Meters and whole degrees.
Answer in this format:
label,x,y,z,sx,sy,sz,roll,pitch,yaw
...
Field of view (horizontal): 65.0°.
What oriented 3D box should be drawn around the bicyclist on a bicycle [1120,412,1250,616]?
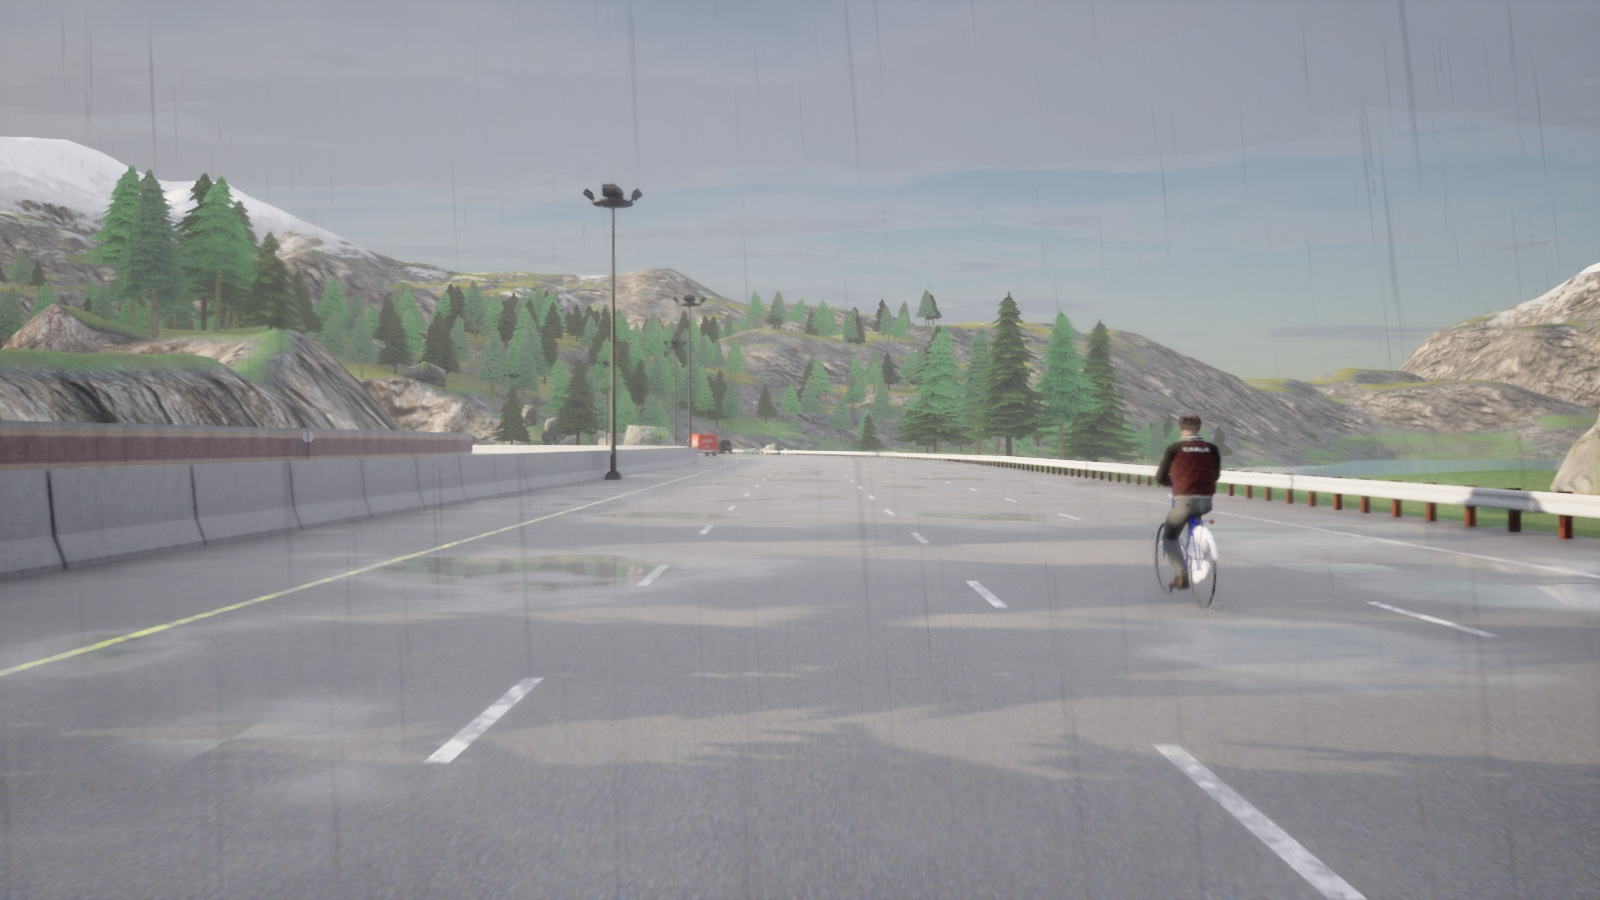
label,x,y,z,sx,sy,sz,roll,pitch,yaw
bicyclist on a bicycle,3.584,0.553,11.850,0.659,1.776,1.843,0,1,0
